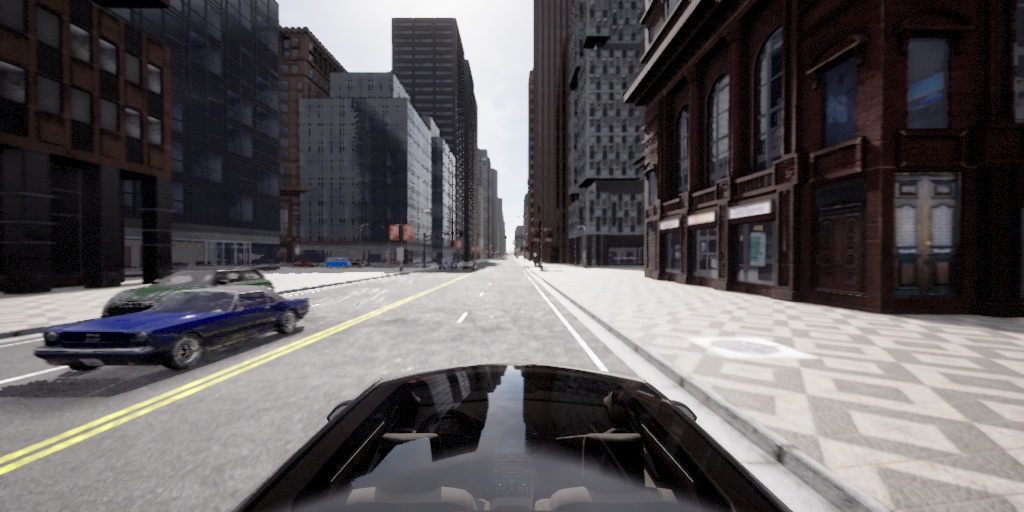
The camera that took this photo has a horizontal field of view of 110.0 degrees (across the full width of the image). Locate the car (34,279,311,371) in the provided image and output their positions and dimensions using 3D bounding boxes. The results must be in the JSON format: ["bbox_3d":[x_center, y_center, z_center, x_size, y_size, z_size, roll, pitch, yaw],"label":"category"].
[{"bbox_3d":[-6.597,1.369,7.841,1.895,1.301,4.718,0,0,0],"label":"car"}]

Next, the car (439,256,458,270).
[{"bbox_3d":[-9.735,1.034,55.074,2.150,2.045,5.566,0,0,0],"label":"car"}]

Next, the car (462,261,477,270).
[{"bbox_3d":[-6.484,1.462,55.103,1.837,1.490,4.892,0,0,0],"label":"car"}]

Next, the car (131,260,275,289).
[{"bbox_3d":[-9.847,1.130,11.449,2.097,1.767,4.553,0,0,0],"label":"car"}]
